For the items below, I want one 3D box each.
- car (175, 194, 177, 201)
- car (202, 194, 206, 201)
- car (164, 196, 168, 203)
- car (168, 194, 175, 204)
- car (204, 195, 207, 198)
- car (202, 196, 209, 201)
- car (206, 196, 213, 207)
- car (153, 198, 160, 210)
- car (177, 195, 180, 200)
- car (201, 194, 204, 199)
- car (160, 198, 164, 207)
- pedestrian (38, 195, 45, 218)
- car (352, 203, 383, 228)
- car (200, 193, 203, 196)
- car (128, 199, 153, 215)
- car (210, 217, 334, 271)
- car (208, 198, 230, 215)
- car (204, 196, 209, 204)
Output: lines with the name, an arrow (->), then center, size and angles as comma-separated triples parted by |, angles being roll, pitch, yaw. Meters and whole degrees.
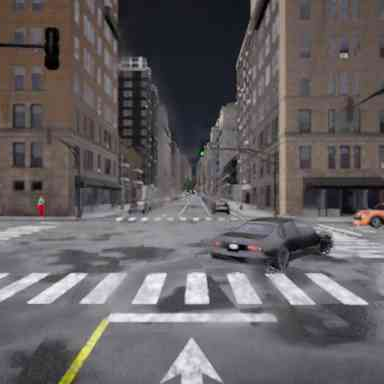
car -> -5.055, 1.638, 73.695 | 1.947, 1.339, 4.313 | 1, 0, 1
car -> 3.330, 1.628, 62.540 | 1.947, 1.339, 4.313 | 1, 0, 1
car -> -5.333, 1.599, 51.579 | 1.887, 1.381, 4.507 | 1, 0, 1
car -> -5.126, 1.593, 67.996 | 1.752, 1.417, 4.829 | 1, 0, 1
car -> 3.192, 1.598, 51.480 | 1.887, 1.381, 4.507 | 1, 0, 1
car -> 3.678, 1.664, 90.192 | 1.802, 1.307, 4.206 | 1, 0, 1
car -> 3.052, 1.588, 40.419 | 1.887, 1.381, 4.507 | 1, 0, 1
car -> -5.473, 1.610, 40.521 | 1.947, 1.339, 4.313 | 1, 0, 1
car -> -4.916, 1.645, 84.752 | 1.947, 1.339, 4.313 | 1, 0, 1
car -> 3.470, 1.622, 73.601 | 2.008, 1.369, 4.403 | 1, 0, 1
car -> -5.403, 1.600, 46.050 | 2.008, 1.369, 4.403 | 1, 0, 1
pedestrian -> -12.364, 1.180, 27.259 | 0.375, 1.860, 0.375 | 0, -1, 0
car -> 13.589, 1.527, 22.925 | 4.553, 1.767, 2.097 | 0, -1, 0
car -> 3.609, 1.644, 84.662 | 1.947, 1.339, 4.313 | 1, 0, 1
car -> -5.543, 1.621, 34.992 | 1.802, 1.307, 4.206 | 1, 0, 1
car -> 2.880, 1.559, 11.098 | 2.033, 1.411, 5.357 | 0, 0, 43
car -> 2.983, 1.604, 34.889 | 1.947, 1.339, 4.313 | 1, 0, 1
car -> 3.122, 1.599, 45.950 | 2.008, 1.369, 4.403 | 1, 0, 1
